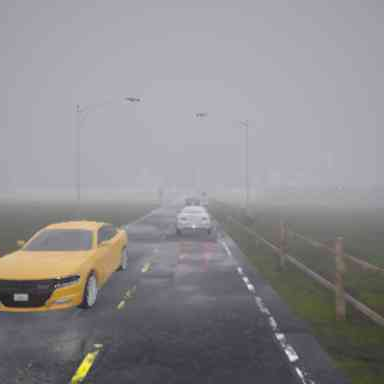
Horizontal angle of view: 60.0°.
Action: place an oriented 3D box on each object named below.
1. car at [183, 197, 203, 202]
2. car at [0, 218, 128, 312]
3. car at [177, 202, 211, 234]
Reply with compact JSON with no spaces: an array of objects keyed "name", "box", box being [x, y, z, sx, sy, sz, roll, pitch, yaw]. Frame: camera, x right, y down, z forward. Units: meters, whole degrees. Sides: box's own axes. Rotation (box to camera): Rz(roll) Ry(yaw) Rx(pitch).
[{"name":"car","box":[0.103,1.321,36.570,2.097,1.767,4.553,0,0,0]},{"name":"car","box":[-2.847,1.474,8.035,1.882,1.535,5.008,0,0,0]},{"name":"car","box":[0.099,1.513,19.236,1.812,1.442,4.674,0,0,0]}]
